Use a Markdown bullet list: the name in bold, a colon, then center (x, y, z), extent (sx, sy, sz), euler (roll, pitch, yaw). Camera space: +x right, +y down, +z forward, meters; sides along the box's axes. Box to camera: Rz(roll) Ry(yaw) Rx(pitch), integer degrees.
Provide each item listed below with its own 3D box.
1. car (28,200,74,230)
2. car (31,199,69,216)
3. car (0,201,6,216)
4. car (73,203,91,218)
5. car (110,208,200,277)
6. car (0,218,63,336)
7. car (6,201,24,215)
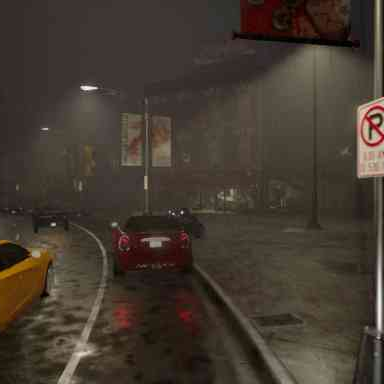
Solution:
- **car**: center (-8.748, 1.499, 20.275), extent (1.837, 1.490, 4.892), euler (0, 0, -29)
- **car**: center (-14.167, 1.507, 33.065), extent (2.002, 1.452, 4.674), euler (0, 0, -44)
- **car**: center (-11.941, 1.481, 18.831), extent (2.128, 1.511, 4.902), euler (0, 0, -29)
- **car**: center (-10.377, 1.586, 28.766), extent (1.895, 1.301, 4.718), euler (0, 0, -34)
- **car**: center (-1.459, 1.351, 10.542), extent (2.097, 1.767, 4.553), euler (0, 0, -15)
- **car**: center (-3.707, 1.475, 5.368), extent (1.882, 1.535, 5.008), euler (0, 0, -9)
- **car**: center (-18.407, 1.584, 32.908), extent (4.718, 1.301, 1.895), euler (0, 0, 44)
